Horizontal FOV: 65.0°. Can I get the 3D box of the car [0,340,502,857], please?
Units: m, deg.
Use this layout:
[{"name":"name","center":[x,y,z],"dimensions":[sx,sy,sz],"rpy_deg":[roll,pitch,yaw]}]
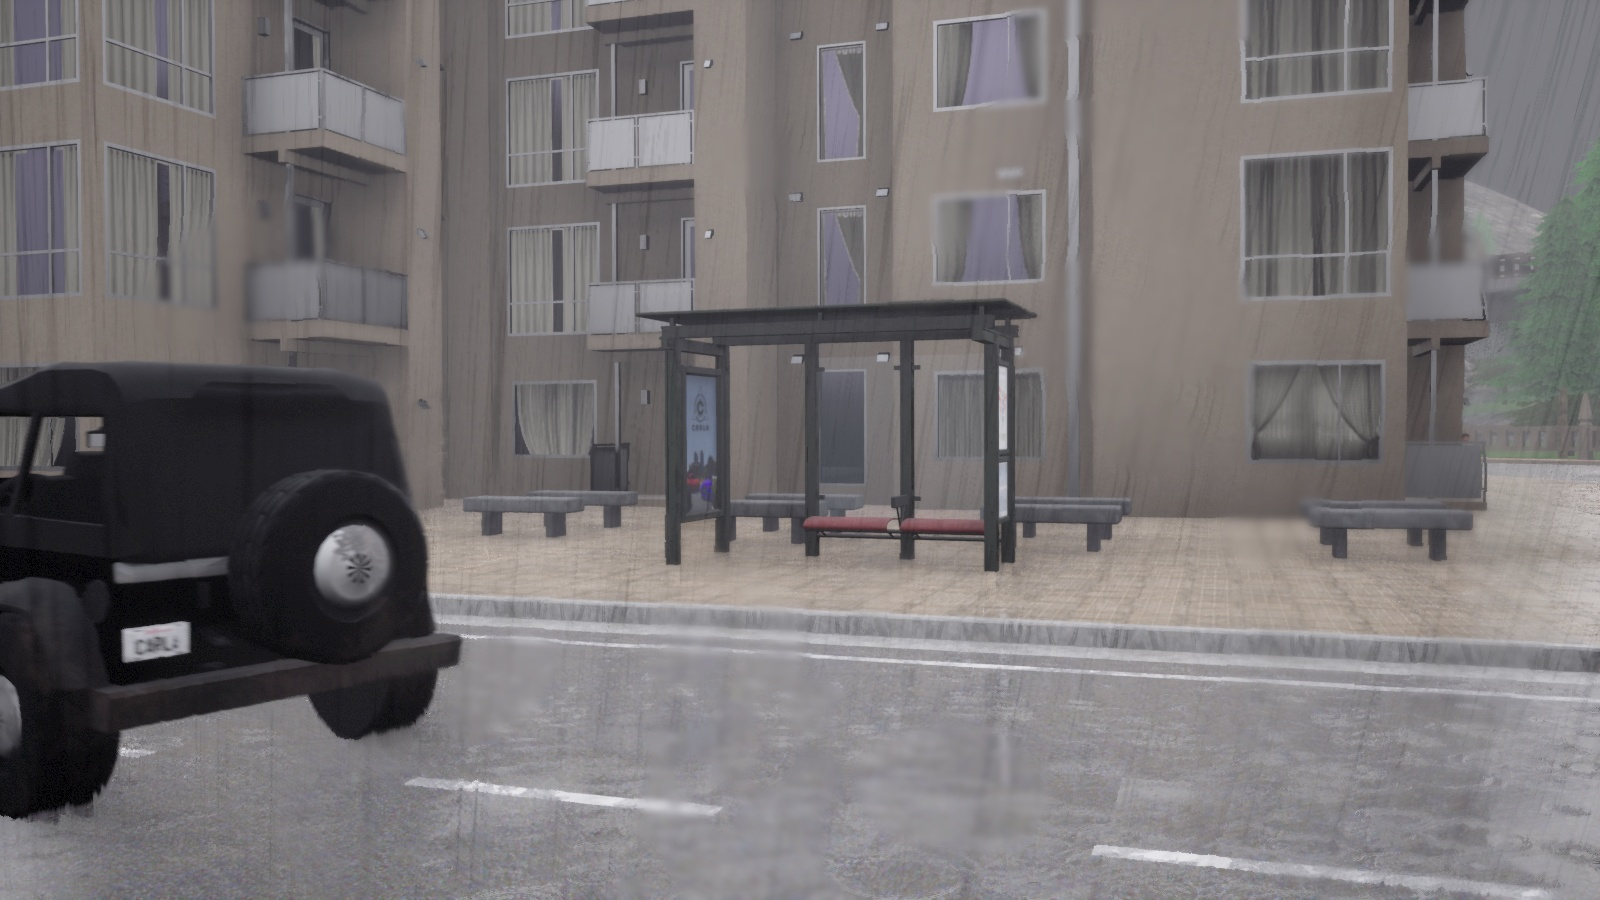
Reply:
[{"name":"car","center":[-3.570,0.506,6.459],"dimensions":[3.866,1.878,1.905],"rpy_deg":[1,1,36]}]
